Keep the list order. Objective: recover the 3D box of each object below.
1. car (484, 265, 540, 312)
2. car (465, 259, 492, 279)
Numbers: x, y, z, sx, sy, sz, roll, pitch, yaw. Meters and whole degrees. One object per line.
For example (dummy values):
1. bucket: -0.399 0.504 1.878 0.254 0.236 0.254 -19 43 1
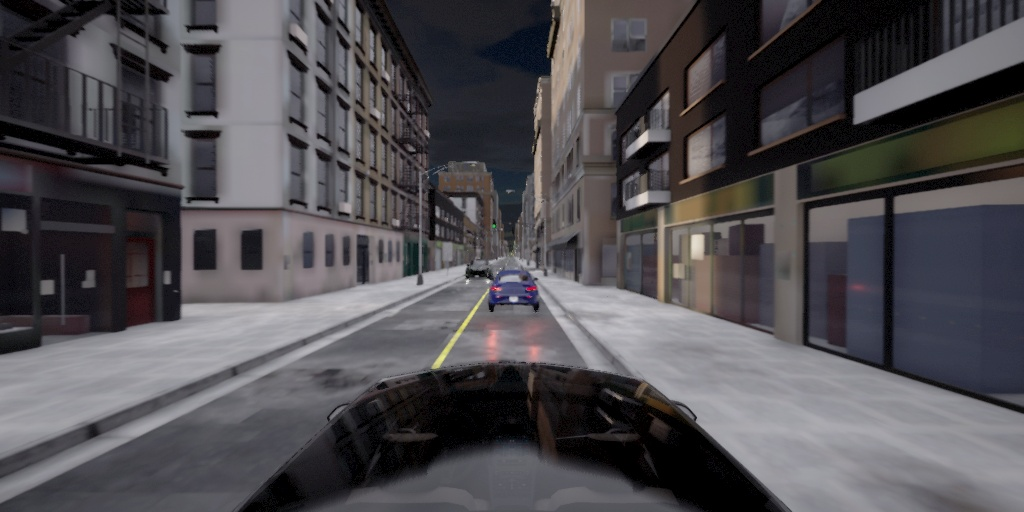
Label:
1. car: 0.073 1.258 14.079 1.812 1.442 4.674 0 0 0
2. car: -2.807 1.056 31.232 2.097 1.767 4.553 0 0 0
